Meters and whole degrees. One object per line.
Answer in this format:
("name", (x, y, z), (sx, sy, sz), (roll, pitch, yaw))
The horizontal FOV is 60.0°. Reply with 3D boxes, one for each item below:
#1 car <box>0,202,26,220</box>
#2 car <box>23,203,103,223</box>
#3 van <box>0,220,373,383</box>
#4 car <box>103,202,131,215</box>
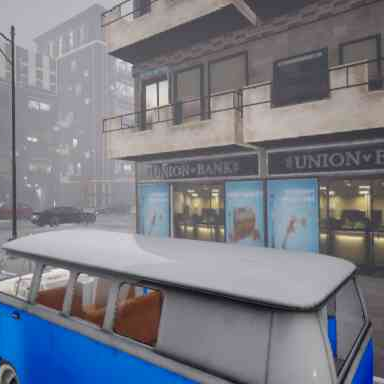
("car", (-15.293, 1.608, 27.325), (1.967, 1.590, 4.097), (-2, -1, 36))
("car", (-8.542, 1.583, 22.356), (1.947, 1.339, 4.313), (-2, -1, 36))
("van", (-0.450, 1.342, 3.182), (3.998, 1.788, 1.690), (0, -1, 36))
("car", (-8.612, 1.798, 36.407), (1.947, 1.339, 4.313), (-2, -1, 36))
